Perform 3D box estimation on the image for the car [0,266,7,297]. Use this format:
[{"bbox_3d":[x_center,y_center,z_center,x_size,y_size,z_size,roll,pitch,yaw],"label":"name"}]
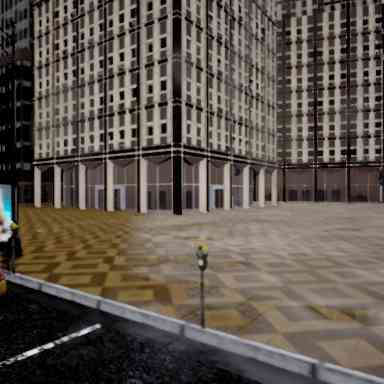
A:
[{"bbox_3d":[-5.703,1.484,6.950,4.829,1.417,1.752,0,0,35],"label":"car"}]
